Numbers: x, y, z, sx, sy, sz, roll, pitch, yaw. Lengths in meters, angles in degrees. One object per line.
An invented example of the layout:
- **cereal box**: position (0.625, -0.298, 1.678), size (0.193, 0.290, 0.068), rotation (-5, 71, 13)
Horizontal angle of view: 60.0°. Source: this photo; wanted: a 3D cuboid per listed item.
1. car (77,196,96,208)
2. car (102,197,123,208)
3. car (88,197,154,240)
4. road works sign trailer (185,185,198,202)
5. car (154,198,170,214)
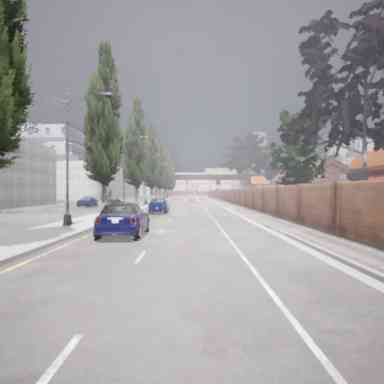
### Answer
- **car**: position (-15.024, 1.389, 47.938), size (1.882, 1.535, 5.008), rotation (0, 0, 0)
- **car**: position (-11.519, 1.475, 48.437), size (1.994, 1.385, 4.181), rotation (0, 0, 0)
- **car**: position (-3.406, 1.320, 16.876), size (2.097, 1.767, 4.553), rotation (0, 0, 0)
- **road works sign trailer**: position (-0.022, 0.336, 69.092), size (2.380, 3.560, 2.880), rotation (0, 0, 0)
- **car**: position (-3.412, 1.413, 34.754), size (1.882, 1.535, 5.008), rotation (0, 0, 0)
